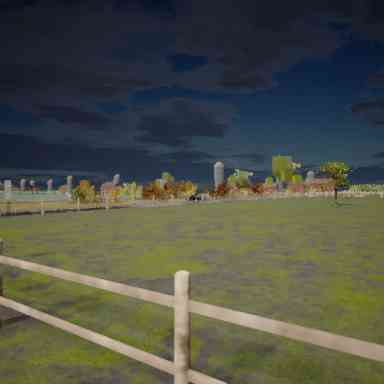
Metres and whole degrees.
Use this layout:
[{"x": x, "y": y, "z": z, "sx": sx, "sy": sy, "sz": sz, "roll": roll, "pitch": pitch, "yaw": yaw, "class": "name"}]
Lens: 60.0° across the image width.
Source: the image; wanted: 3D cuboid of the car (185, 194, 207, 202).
[{"x": 0.757, "y": 1.114, "z": 59.412, "sx": 1.837, "sy": 1.490, "sz": 4.892, "roll": -2, "pitch": 0, "yaw": 35, "class": "car"}]
